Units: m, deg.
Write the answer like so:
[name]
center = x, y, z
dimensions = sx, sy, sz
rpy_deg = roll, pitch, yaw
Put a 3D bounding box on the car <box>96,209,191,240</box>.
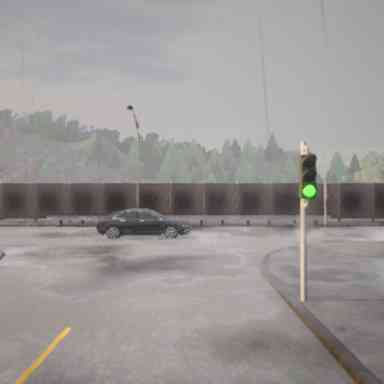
[car]
center = -2.520, 1.653, 17.461
dimensions = 4.892, 1.490, 1.837
rpy_deg = -1, 0, 0
